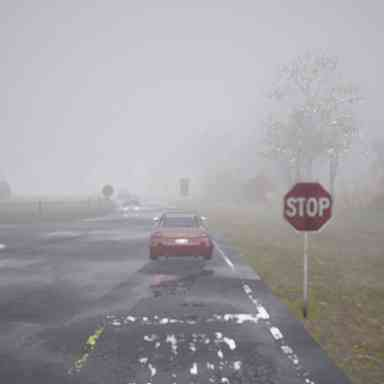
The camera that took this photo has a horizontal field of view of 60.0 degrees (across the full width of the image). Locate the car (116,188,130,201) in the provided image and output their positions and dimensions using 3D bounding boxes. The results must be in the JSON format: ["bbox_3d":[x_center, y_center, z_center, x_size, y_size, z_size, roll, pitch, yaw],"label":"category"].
[{"bbox_3d":[-11.392,0.312,55.384,2.150,2.045,5.566,0,1,-17],"label":"car"}]

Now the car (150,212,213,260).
[{"bbox_3d":[-0.424,1.372,11.749,1.994,1.385,4.181,0,1,-3],"label":"car"}]

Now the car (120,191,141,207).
[{"bbox_3d":[-6.999,0.920,38.254,2.033,1.411,5.357,0,1,-12],"label":"car"}]
